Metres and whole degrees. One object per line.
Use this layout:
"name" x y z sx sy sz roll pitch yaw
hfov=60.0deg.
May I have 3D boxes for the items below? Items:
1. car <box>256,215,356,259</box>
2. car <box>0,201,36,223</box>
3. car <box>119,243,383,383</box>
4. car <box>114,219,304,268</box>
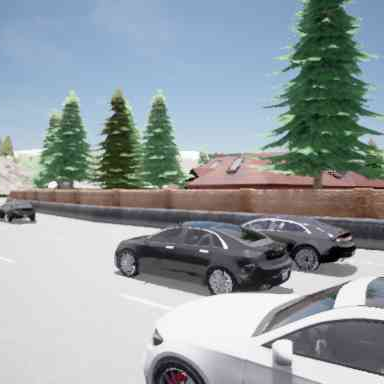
"car" 2.652 1.507 10.894 4.902 1.511 2.128 0 0 37
"car" -13.532 1.465 25.385 1.837 1.490 4.892 0 0 -44
"car" 1.661 1.534 2.901 4.674 1.442 1.812 0 0 36
"car" 0.040 1.510 8.488 4.892 1.490 1.837 0 0 38
